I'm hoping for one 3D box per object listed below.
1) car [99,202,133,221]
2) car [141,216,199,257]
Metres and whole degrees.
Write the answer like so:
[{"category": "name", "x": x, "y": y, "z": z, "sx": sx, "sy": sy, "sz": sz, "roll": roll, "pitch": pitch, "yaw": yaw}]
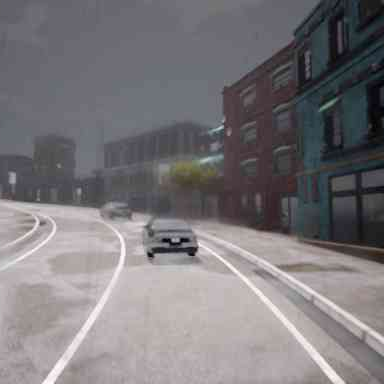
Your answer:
[{"category": "car", "x": -6.694, "y": 1.631, "z": 29.081, "sx": 2.128, "sy": 1.511, "sz": 4.902, "roll": 3, "pitch": -1, "yaw": -29}, {"category": "car", "x": -1.043, "y": 1.699, "z": 13.730, "sx": 2.033, "sy": 1.411, "sz": 5.357, "roll": 1, "pitch": -1, "yaw": -11}]
